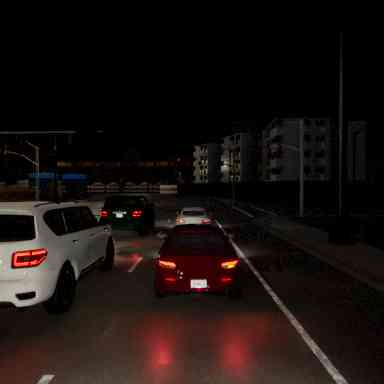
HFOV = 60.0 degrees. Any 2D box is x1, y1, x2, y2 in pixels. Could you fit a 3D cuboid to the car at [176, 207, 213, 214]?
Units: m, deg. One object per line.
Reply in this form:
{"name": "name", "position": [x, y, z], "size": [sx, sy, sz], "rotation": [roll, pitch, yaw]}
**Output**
{"name": "car", "position": [0.108, 1.490, 17.503], "size": [1.812, 1.442, 4.674], "rotation": [0, 0, 1]}

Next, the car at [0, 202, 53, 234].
{"name": "car", "position": [-10.466, 1.463, 20.265], "size": [1.882, 1.535, 5.008], "rotation": [0, 0, 0]}

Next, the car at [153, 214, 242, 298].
{"name": "car", "position": [0.117, 1.521, 8.416], "size": [1.812, 1.442, 4.674], "rotation": [0, 0, 0]}

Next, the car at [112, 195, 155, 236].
{"name": "car", "position": [-3.359, 1.179, 18.131], "size": [2.150, 2.045, 5.566], "rotation": [0, 0, 0]}

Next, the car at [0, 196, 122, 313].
{"name": "car", "position": [-3.386, 1.218, 7.772], "size": [2.150, 2.045, 5.566], "rotation": [0, 0, 0]}
